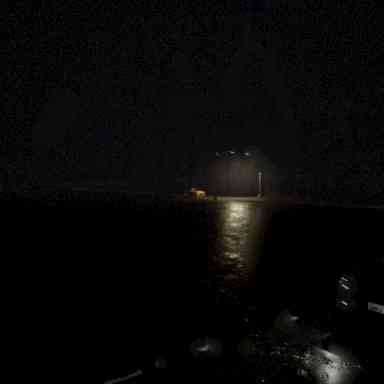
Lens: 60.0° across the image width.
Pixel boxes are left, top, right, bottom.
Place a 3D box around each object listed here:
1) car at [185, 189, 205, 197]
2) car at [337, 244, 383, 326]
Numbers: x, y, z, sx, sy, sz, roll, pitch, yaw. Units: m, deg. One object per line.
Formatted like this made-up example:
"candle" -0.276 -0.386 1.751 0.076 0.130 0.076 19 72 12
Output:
"car" 0.512 0.093 63.357 1.882 1.535 5.008 -1 2 -35
"car" 4.814 1.475 6.457 5.008 1.535 1.882 0 0 -35
